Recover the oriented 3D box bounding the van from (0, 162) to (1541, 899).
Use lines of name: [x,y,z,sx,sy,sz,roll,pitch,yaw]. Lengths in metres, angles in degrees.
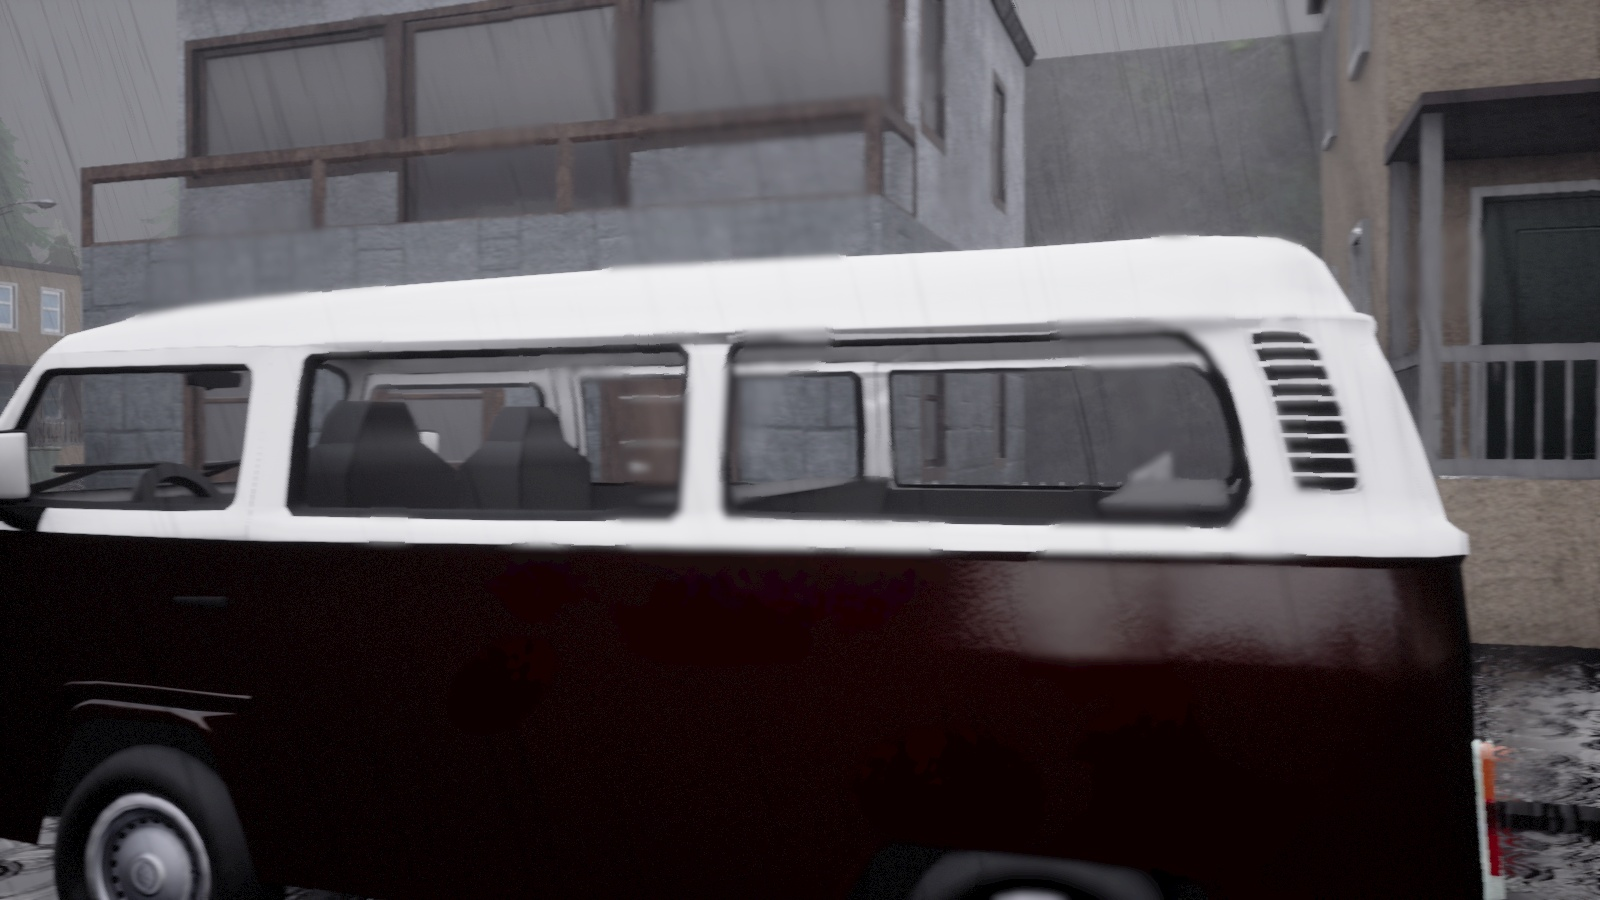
van: [-0.512,0.486,3.889,4.480,2.038,2.069,1,1,19]
